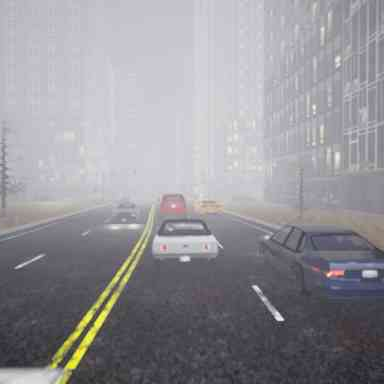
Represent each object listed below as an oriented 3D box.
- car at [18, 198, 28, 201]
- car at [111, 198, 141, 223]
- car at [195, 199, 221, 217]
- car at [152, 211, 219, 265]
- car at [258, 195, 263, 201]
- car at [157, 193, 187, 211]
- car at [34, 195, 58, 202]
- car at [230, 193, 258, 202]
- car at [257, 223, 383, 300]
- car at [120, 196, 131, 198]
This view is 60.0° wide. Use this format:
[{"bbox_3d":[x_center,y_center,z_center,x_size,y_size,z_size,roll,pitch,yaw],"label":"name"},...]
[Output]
[{"bbox_3d":[-34.122,1.235,64.355,4.206,1.307,1.802,0,1,-5],"label":"car"},{"bbox_3d":[-4.834,1.466,24.918,2.033,1.411,5.357,0,0,-6],"label":"car"},{"bbox_3d":[1.377,1.357,29.880,1.882,1.535,5.008,0,0,-6],"label":"car"},{"bbox_3d":[-0.297,1.558,11.453,1.895,1.301,4.718,0,0,-3],"label":"car"},{"bbox_3d":[15.041,1.282,77.128,4.829,1.417,1.752,0,1,-5],"label":"car"},{"bbox_3d":[-1.618,1.121,27.250,2.150,2.045,5.566,0,0,-6],"label":"car"},{"bbox_3d":[-28.455,1.251,64.810,4.313,1.339,1.947,0,1,-5],"label":"car"},{"bbox_3d":[10.319,1.210,68.306,5.009,1.841,2.192,0,1,-5],"label":"car"},{"bbox_3d":[3.109,1.508,8.492,2.033,1.411,5.357,0,0,-2],"label":"car"},{"bbox_3d":[-11.333,1.360,56.943,1.994,1.385,4.181,0,0,-5],"label":"car"}]
